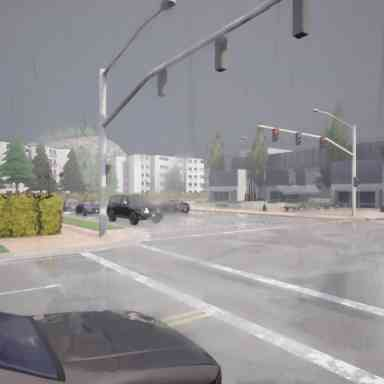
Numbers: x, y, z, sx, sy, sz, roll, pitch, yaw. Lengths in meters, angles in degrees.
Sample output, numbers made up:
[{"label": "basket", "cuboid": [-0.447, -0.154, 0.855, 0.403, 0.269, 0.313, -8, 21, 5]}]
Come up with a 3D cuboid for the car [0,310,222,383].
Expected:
[{"label": "car", "cuboid": [-2.271, 1.547, 2.146, 5.357, 1.411, 2.033, 0, 0, -35]}]

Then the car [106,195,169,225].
[{"label": "car", "cuboid": [-4.344, 1.221, 24.566, 2.150, 2.045, 5.566, 0, 0, -39]}]

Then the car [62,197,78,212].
[{"label": "car", "cuboid": [-14.349, 1.526, 39.747, 1.812, 1.442, 4.674, 0, 0, -24]}]

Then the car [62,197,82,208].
[{"label": "car", "cuboid": [-17.762, 1.491, 49.362, 2.128, 1.511, 4.902, 0, 0, -13]}]

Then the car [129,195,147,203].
[{"label": "car", "cuboid": [-11.235, 1.477, 68.959, 1.882, 1.535, 5.008, 0, 0, 14]}]

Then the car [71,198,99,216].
[{"label": "car", "cuboid": [-9.879, 1.564, 32.172, 1.994, 1.385, 4.181, 0, 0, -34]}]

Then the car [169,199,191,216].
[{"label": "car", "cuboid": [-2.127, 1.491, 33.369, 2.128, 1.511, 4.902, 0, 0, -38]}]

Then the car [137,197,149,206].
[{"label": "car", "cuboid": [-8.295, 1.564, 56.655, 1.994, 1.385, 4.181, 0, 0, -7]}]
